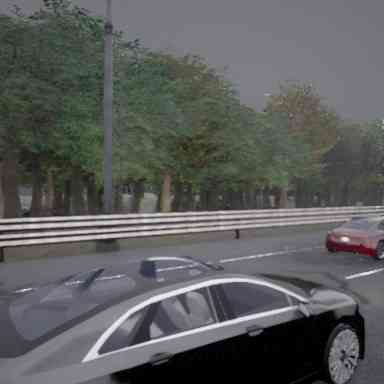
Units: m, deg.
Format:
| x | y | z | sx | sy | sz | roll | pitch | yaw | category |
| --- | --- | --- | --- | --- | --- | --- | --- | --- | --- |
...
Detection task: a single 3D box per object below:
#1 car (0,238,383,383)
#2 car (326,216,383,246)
| x | y | z | sx | sy | sz | roll | pitch | yaw | category |
| --- | --- | --- | --- | --- | --- | --- | --- | --- | --- |
| 0.035 | 1.500 | 3.723 | 4.902 | 1.511 | 2.128 | 0 | 0 | -35 | car |
| 7.019 | 1.634 | 12.725 | 4.181 | 1.385 | 1.994 | 0 | 0 | -34 | car |
